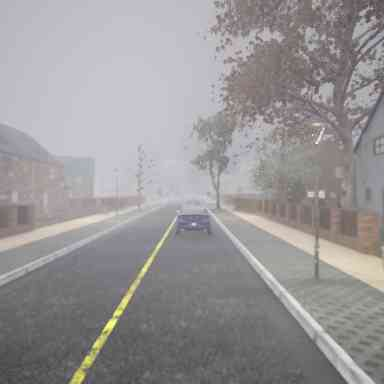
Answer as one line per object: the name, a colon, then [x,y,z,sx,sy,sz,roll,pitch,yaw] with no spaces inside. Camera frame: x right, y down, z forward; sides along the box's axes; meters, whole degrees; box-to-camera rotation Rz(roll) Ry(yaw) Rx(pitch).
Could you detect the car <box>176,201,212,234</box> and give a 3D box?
car: [0.101,1.482,19.230,1.882,1.535,5.008,0,0,0]
